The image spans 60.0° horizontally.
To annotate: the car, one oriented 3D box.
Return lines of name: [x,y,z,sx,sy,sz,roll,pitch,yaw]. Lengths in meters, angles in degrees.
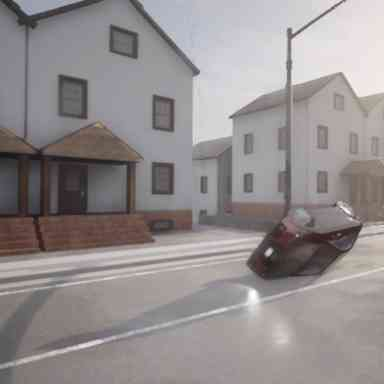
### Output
car: [3.459,1.522,9.433,4.181,1.994,1.385,-3,44,-42]
